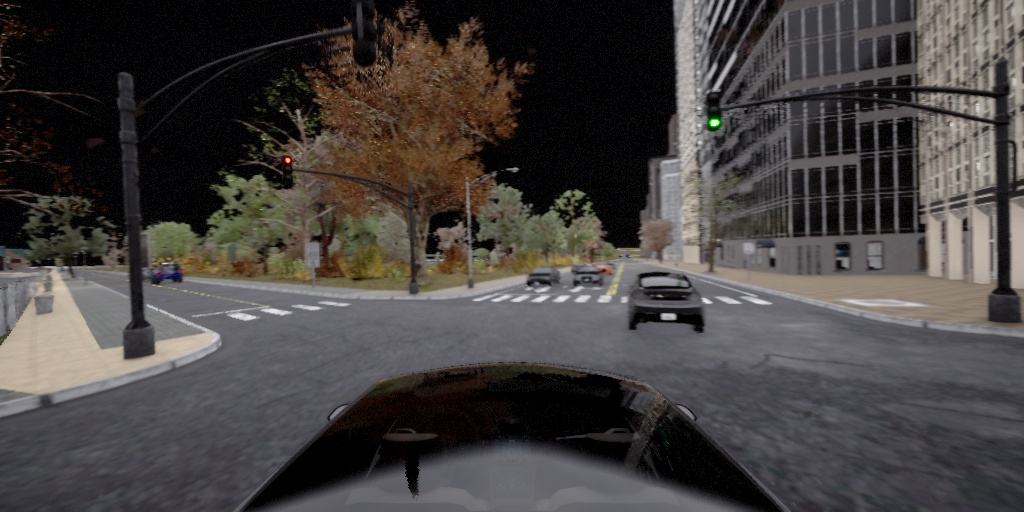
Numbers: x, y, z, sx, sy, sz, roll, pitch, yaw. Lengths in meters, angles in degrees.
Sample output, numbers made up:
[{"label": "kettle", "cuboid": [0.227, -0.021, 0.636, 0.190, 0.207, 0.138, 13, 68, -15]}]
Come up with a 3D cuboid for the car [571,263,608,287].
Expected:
[{"label": "car", "cuboid": [5.607, 1.429, 26.033, 1.994, 1.385, 4.181, -2, -1, 18]}]

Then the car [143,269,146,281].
[{"label": "car", "cuboid": [-46.086, 2.390, 45.662, 4.902, 1.511, 2.128, -1, 1, 38]}]

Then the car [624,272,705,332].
[{"label": "car", "cuboid": [4.446, 1.224, 10.849, 1.837, 1.490, 4.892, -1, -1, 17]}]

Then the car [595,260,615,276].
[{"label": "car", "cuboid": [10.037, 1.264, 40.097, 2.097, 1.767, 4.553, -2, -1, 18]}]

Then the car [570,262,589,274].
[{"label": "car", "cuboid": [9.021, 1.588, 47.545, 1.994, 1.385, 4.181, -2, -1, 18]}]

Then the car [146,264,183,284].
[{"label": "car", "cuboid": [-37.699, 1.913, 39.108, 5.566, 2.045, 2.150, -1, 1, 39]}]

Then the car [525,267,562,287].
[{"label": "car", "cuboid": [2.502, 1.505, 26.999, 2.033, 1.411, 5.357, -2, -1, 18]}]
